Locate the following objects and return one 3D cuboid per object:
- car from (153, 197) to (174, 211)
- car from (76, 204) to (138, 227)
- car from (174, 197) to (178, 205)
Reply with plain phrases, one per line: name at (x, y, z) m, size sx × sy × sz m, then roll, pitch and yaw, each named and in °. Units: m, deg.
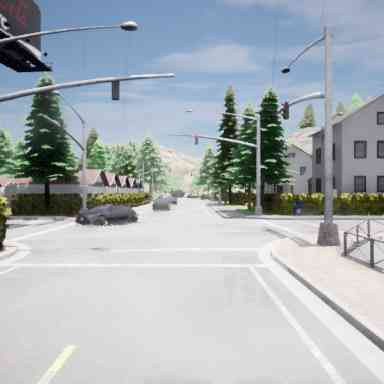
car at (-3.612, 1.476, 40.151) m, size 1.882 × 1.535 × 5.008 m, roll 0°, pitch 0°, yaw 0°
car at (-5.707, 1.532, 22.763) m, size 1.994 × 1.385 × 4.181 m, roll 0°, pitch 1°, yaw 40°
car at (-3.529, 1.545, 58.764) m, size 2.033 × 1.411 × 5.357 m, roll 0°, pitch 0°, yaw 0°
